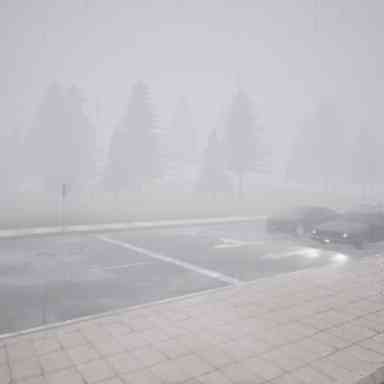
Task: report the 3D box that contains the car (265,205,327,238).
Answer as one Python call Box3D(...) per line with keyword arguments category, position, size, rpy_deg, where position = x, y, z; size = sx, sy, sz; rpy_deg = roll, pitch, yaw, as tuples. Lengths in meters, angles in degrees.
Box3D(category="car", position=(6.116, 1.464, 17.834), size=(5.008, 1.535, 1.882), rpy_deg=(0, 0, -34))

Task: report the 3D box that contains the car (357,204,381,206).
Box3D(category="car", position=(11.080, 1.513, 21.052), size=(4.674, 1.442, 1.812), rpy_deg=(0, 0, -33))

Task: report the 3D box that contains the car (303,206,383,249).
Box3D(category="car", position=(7.539, 1.538, 14.570), size=(5.357, 1.411, 2.033), rpy_deg=(0, 0, -33))
